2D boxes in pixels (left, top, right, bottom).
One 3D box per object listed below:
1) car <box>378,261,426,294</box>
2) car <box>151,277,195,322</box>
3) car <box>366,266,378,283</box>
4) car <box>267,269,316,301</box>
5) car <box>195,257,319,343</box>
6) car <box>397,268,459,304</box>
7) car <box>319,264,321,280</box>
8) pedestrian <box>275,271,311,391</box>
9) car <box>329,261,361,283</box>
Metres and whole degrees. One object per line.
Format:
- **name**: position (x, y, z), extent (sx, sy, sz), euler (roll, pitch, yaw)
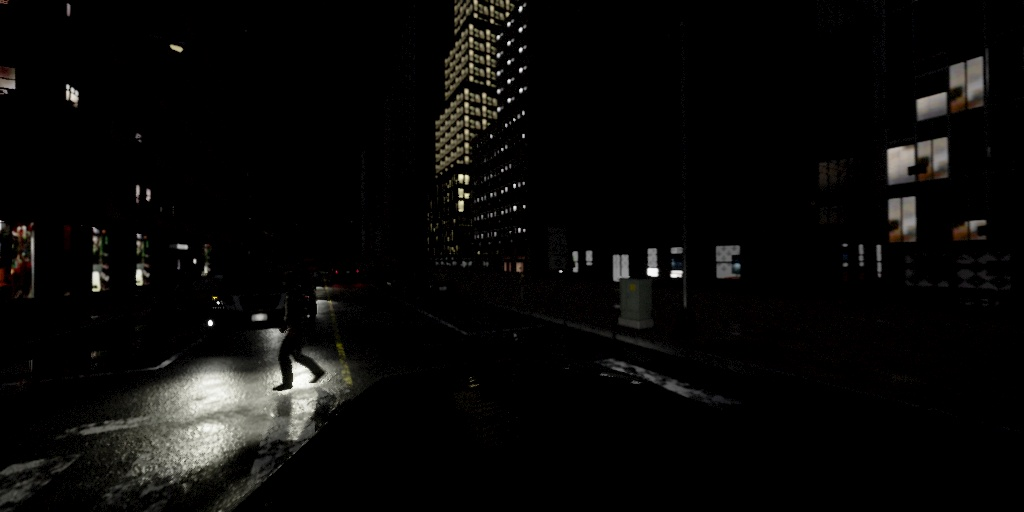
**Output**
- **car**: position (-6.503, 1.229, 21.873), extent (2.192, 1.841, 5.009), euler (0, 0, -28)
- **car**: position (-11.284, 1.412, 13.050), extent (1.888, 1.381, 4.507), euler (0, 0, -28)
- **car**: position (-11.717, 1.571, 31.610), extent (1.948, 1.339, 4.313), euler (0, 0, -28)
- **car**: position (-11.692, 1.478, 19.298), extent (1.994, 1.385, 4.181), euler (0, 0, -28)
- **car**: position (-6.995, 1.057, 10.519), extent (2.150, 2.045, 5.566), euler (0, -1, -28)
- **car**: position (-3.896, 1.436, 17.004), extent (1.948, 1.339, 4.313), euler (0, 0, -28)
- **car**: position (-16.741, 1.223, 28.745), extent (2.150, 2.045, 5.566), euler (0, 0, -28)
- **pedestrian**: position (-3.345, 1.081, 5.489), extent (0.375, 1.860, 0.375), euler (0, -1, -28)
- **car**: position (-14.511, 1.365, 31.340), extent (2.097, 1.767, 4.553), euler (0, 0, -28)
